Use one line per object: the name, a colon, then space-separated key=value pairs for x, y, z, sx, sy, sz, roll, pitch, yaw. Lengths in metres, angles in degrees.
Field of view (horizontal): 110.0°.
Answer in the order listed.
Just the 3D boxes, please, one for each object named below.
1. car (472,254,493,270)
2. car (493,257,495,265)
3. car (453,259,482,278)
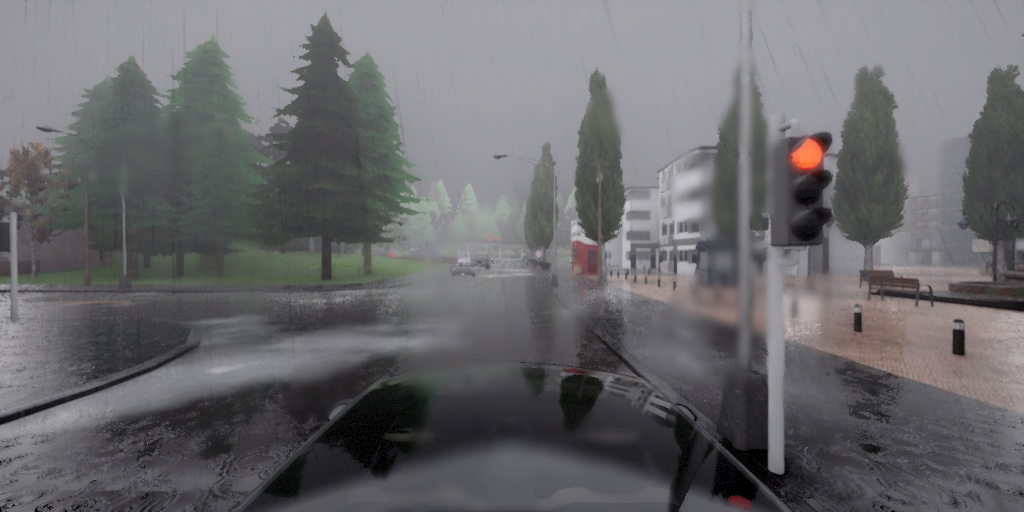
car: x=-4.084 y=0.731 z=47.954 sx=2.150 sy=2.045 sz=5.566 roll=0 pitch=0 yaw=0
car: x=-3.979 y=0.739 z=63.662 sx=1.882 sy=1.535 sz=5.008 roll=0 pitch=0 yaw=0
car: x=-4.101 y=1.191 z=32.216 sx=1.895 sy=1.301 sz=4.718 roll=0 pitch=0 yaw=0
